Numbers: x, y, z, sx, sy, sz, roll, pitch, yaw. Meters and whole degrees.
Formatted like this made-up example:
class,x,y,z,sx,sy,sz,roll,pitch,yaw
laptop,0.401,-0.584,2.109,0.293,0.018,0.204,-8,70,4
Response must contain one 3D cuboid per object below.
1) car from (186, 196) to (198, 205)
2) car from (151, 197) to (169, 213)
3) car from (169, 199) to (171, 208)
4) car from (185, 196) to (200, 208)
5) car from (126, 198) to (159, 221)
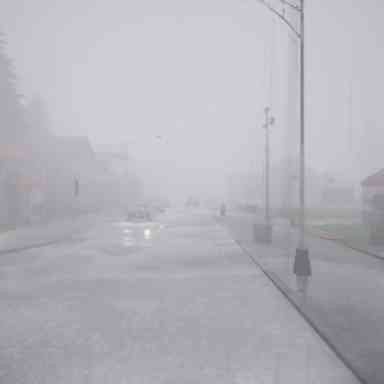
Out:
class,x,y,z,sx,sy,sz,roll,pitch,yaw
car,0.001,1.530,62.162,2.128,1.511,4.902,0,0,0
car,-4.088,1.375,37.287,2.097,1.767,4.553,0,0,0
car,-4.053,1.507,47.359,1.882,1.535,5.008,0,0,0
car,0.103,1.383,49.179,2.097,1.767,4.553,0,0,1
car,-4.096,1.522,27.244,1.837,1.490,4.892,0,0,0
